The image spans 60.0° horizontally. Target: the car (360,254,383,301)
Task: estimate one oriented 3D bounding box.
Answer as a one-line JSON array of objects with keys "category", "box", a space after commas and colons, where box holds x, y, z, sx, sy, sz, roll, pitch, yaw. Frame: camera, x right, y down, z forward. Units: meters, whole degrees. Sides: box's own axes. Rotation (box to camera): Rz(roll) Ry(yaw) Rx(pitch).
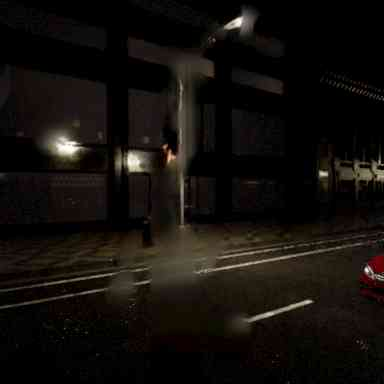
[{"category": "car", "box": [5.501, 1.508, 7.124, 4.674, 1.442, 1.812, 0, 0, -35]}]
